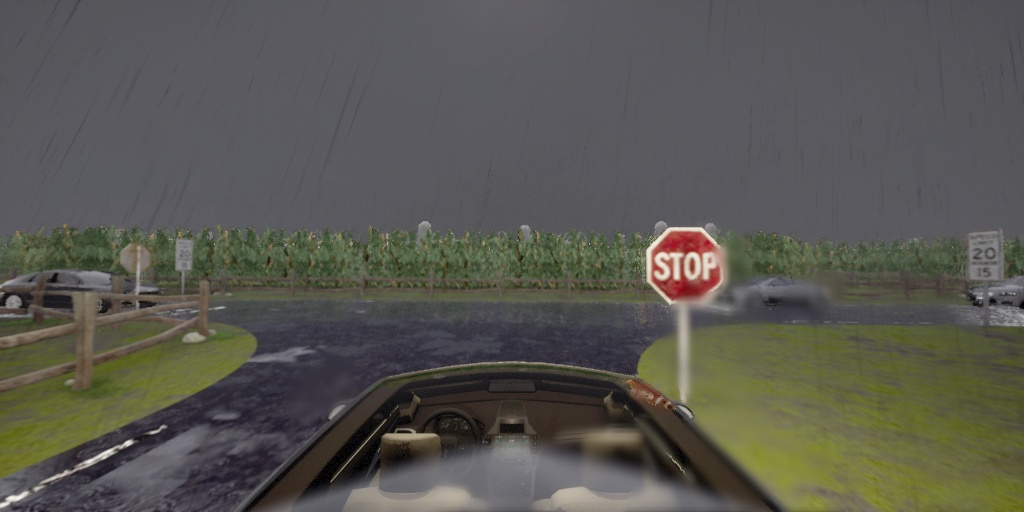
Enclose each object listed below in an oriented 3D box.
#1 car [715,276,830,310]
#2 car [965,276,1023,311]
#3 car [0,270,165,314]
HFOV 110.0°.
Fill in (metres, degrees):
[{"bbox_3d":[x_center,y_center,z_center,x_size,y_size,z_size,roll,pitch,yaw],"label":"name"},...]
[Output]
[{"bbox_3d":[11.424,1.602,15.901,4.181,1.385,1.994,1,-2,0],"label":"car"},{"bbox_3d":[23.193,1.624,15.836,4.902,1.511,2.128,1,-2,0],"label":"car"},{"bbox_3d":[-15.527,1.259,13.063,4.892,1.490,1.837,0,-2,2],"label":"car"}]
